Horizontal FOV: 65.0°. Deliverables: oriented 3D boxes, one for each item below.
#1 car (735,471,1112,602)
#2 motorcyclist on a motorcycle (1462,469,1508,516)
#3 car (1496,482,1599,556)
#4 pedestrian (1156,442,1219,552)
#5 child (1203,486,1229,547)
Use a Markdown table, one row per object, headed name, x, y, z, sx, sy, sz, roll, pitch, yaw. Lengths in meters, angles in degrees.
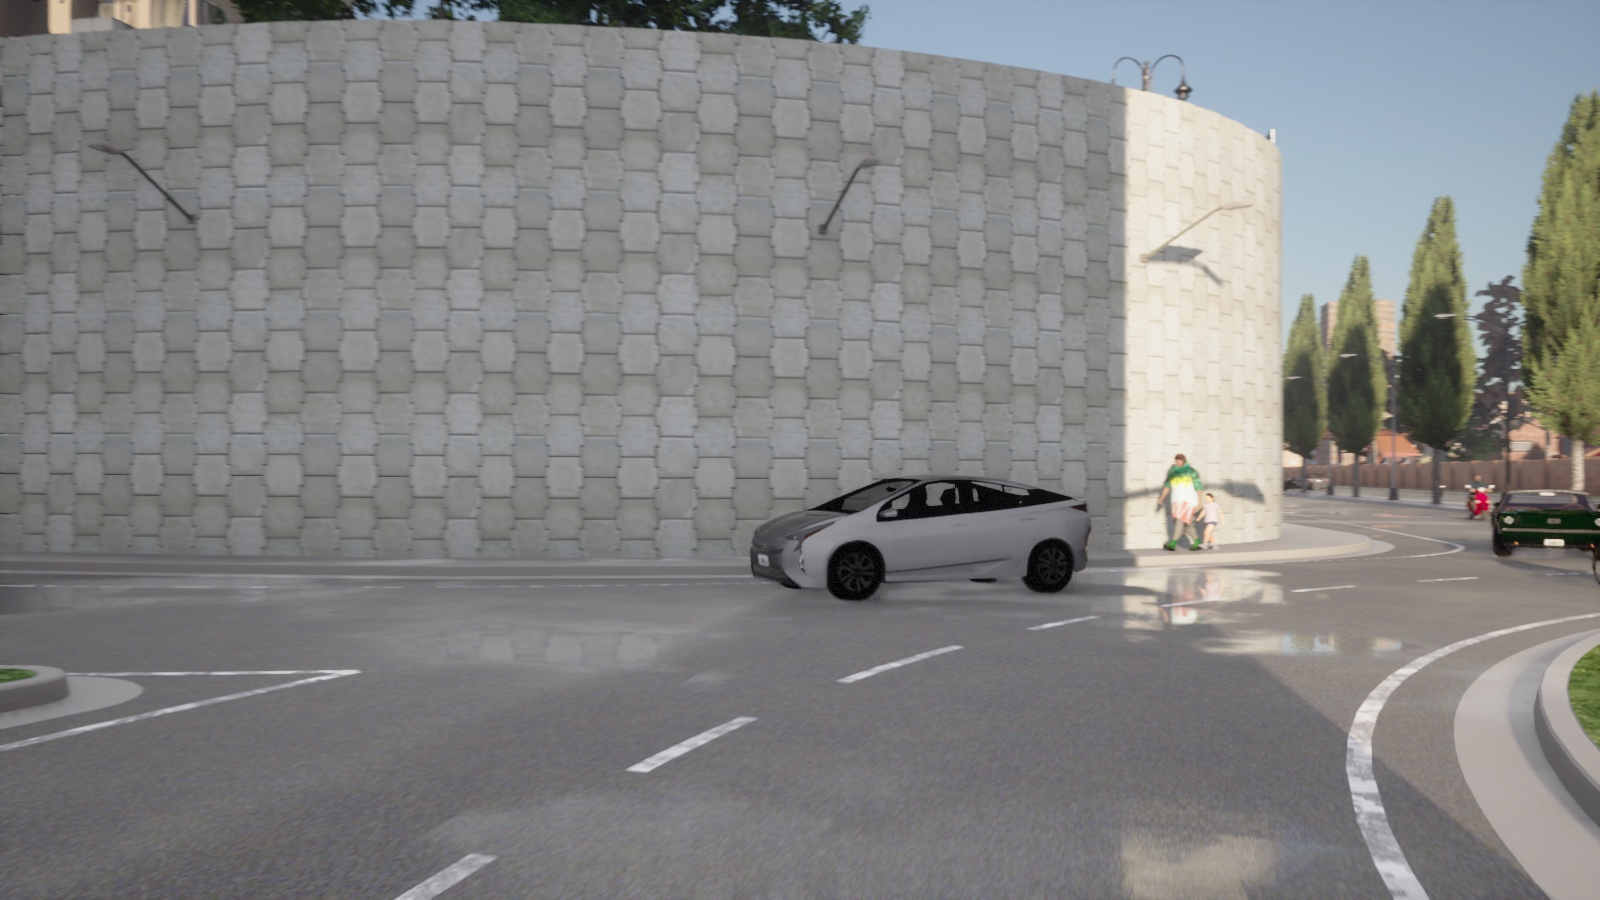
| name | x | y | z | sx | sy | sz | roll | pitch | yaw |
| --- | --- | --- | --- | --- | --- | --- | --- | --- | --- |
| car | 1.611 | 1.035 | 16.456 | 4.514 | 1.525 | 2.007 | 0 | -1 | -23 |
| motorcyclist on a motorcycle | 23.567 | 1.455 | 43.239 | 0.866 | 1.590 | 1.817 | 0 | -1 | 12 |
| car | 15.008 | 1.311 | 25.064 | 1.895 | 1.301 | 4.718 | -1 | -1 | 28 |
| pedestrian | 7.042 | 0.841 | 22.815 | 0.873 | 1.952 | 0.659 | 0 | -1 | -29 |
| child | 7.662 | 1.226 | 23.142 | 0.394 | 1.110 | 0.255 | 0 | -1 | -30 |
